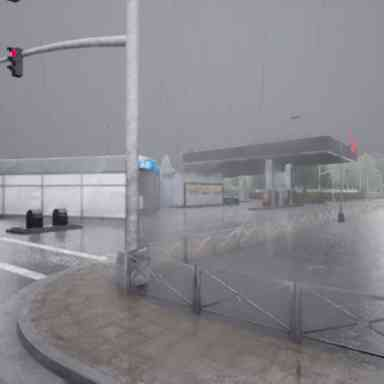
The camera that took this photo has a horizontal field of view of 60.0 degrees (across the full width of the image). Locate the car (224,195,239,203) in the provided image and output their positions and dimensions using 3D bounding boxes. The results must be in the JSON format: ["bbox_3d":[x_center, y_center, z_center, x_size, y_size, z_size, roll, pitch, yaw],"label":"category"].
[{"bbox_3d":[7.174,1.428,63.059,2.242,1.667,4.611,0,0,36],"label":"car"}]
